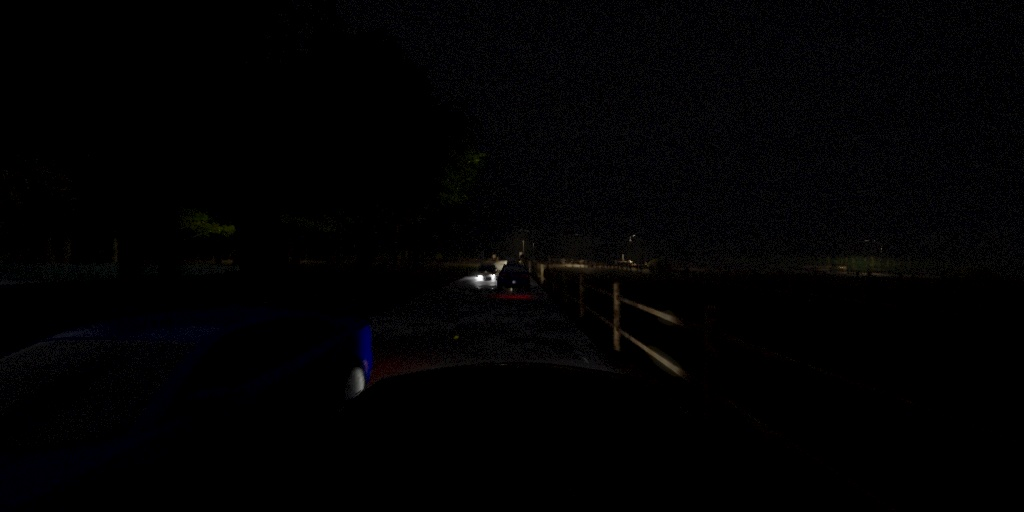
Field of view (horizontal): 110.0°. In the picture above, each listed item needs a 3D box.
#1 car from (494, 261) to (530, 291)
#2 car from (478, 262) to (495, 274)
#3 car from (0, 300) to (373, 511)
[{"bbox_3d":[0.105,1.254,22.114,1.882,1.535,5.008,0,0,0],"label":"car"},{"bbox_3d":[-2.818,1.391,41.084,1.895,1.301,4.718,0,0,0],"label":"car"},{"bbox_3d":[-2.848,1.230,2.934,1.882,1.535,5.008,0,0,0],"label":"car"}]
